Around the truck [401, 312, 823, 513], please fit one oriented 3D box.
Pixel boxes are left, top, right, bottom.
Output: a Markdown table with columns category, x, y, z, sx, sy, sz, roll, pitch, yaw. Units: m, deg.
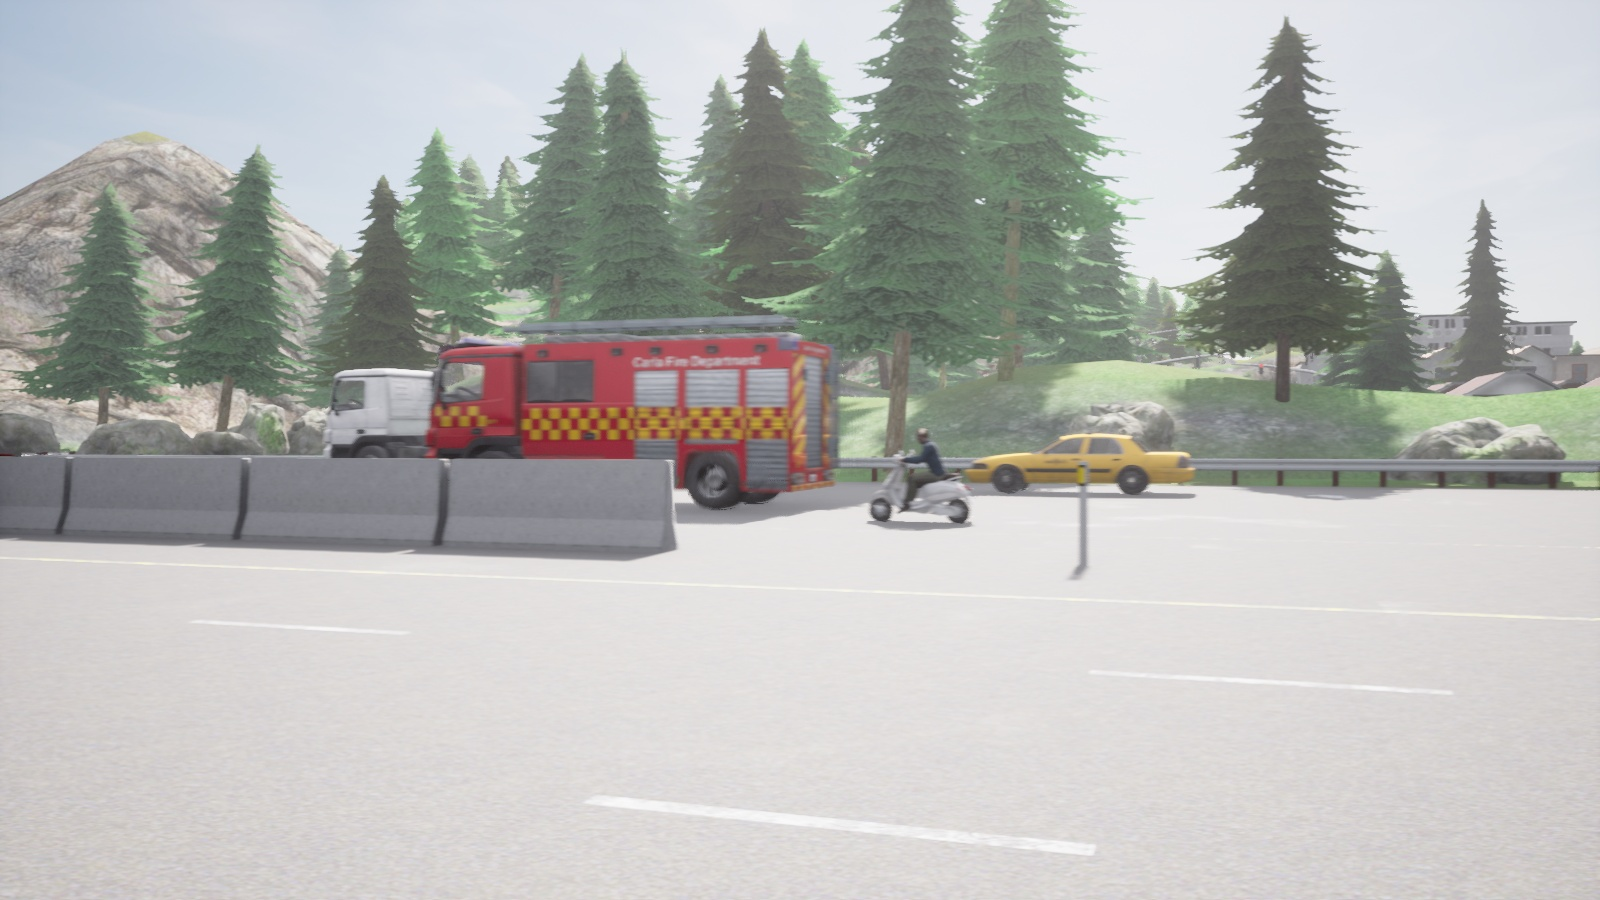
| category | x | y | z | sx | sy | sz | roll | pitch | yaw |
| --- | --- | --- | --- | --- | --- | --- | --- | --- | --- |
| truck | -3.985 | -0.780 | 26.672 | 8.468 | 3.827 | 2.891 | 1 | 1 | 19 |

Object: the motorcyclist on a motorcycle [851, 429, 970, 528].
| category | x | y | z | sx | sy | sz | roll | pitch | yaw |
| --- | --- | --- | --- | --- | --- | --- | --- | --- | --- |
| motorcyclist on a motorcycle | 1.855 | 0.450 | 21.031 | 1.817 | 1.590 | 0.866 | 1 | 1 | 19 |

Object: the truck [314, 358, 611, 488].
| category | x | y | z | sx | sy | sz | roll | pitch | yaw |
| --- | --- | --- | --- | --- | --- | --- | --- | --- | --- |
| truck | -9.647 | -0.768 | 35.964 | 7.936 | 3.462 | 2.891 | 1 | 1 | 19 |

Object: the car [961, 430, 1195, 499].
| category | x | y | z | sx | sy | sz | roll | pitch | yaw |
| --- | --- | --- | --- | --- | --- | --- | --- | --- | --- |
| car | 6.746 | 0.303 | 30.462 | 5.366 | 1.575 | 1.801 | 1 | 1 | 19 |
